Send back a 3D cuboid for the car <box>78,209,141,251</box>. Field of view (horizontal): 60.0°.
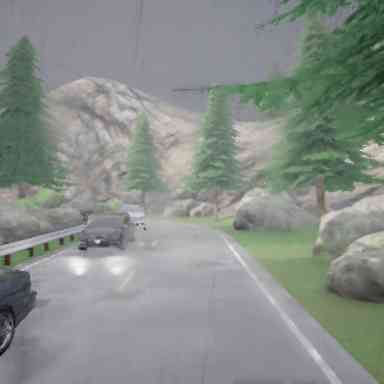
[{"bbox_3d":[-3.725,1.724,15.299,1.837,1.490,4.892,0,-1,-2],"label":"car"}]

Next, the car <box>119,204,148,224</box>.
[{"bbox_3d":[-3.736,1.468,20.398,1.812,1.442,4.674,0,-1,-9],"label":"car"}]

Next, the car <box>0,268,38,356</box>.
[{"bbox_3d":[-3.576,1.598,3.386,2.033,1.411,5.357,0,-1,0],"label":"car"}]

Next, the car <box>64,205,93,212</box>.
[{"bbox_3d":[-13.233,2.119,36.490,4.718,1.301,1.895,0,-1,24],"label":"car"}]
